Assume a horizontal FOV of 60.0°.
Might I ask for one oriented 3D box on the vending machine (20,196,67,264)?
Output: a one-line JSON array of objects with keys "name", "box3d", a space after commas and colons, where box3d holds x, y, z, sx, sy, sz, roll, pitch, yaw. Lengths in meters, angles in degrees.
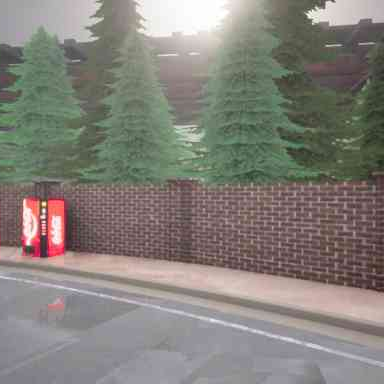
[{"name": "vending machine", "box3d": [-4.924, 1.195, 11.076, 0.880, 2.100, 1.100, 0, 0, 23]}]
